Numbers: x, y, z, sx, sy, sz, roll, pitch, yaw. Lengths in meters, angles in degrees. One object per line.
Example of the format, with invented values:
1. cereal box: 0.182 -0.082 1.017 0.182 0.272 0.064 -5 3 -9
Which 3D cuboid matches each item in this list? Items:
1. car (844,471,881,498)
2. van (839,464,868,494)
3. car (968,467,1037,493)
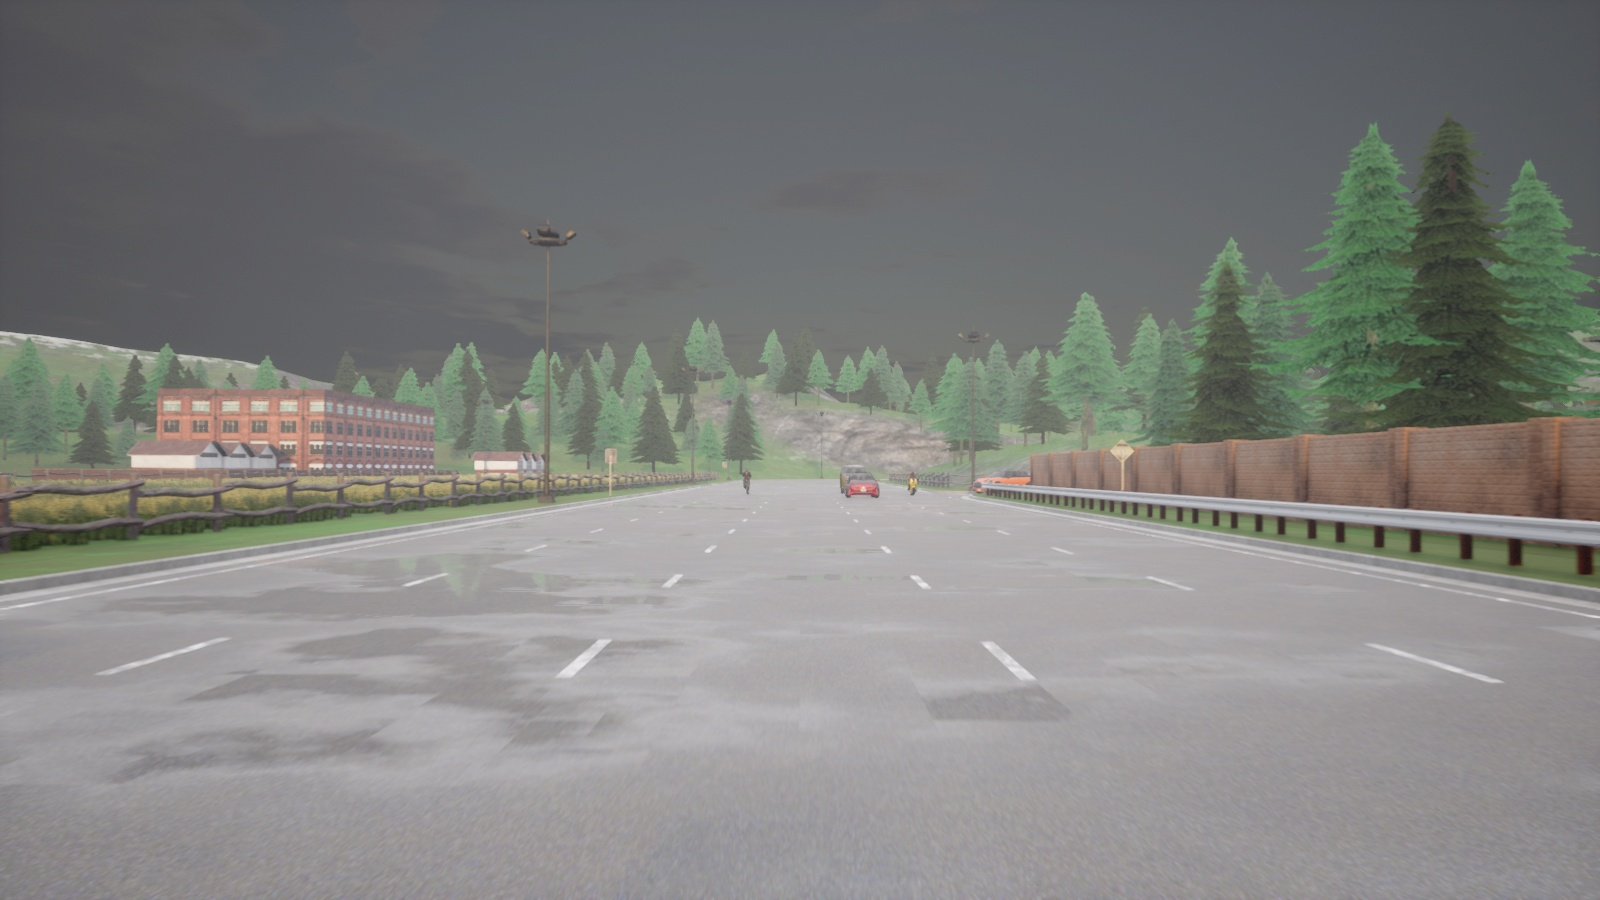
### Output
1. car: 3.647 1.990 74.051 2.007 1.525 4.514 0 -1 0
2. van: 3.691 2.014 87.011 1.775 1.987 4.442 0 -1 0
3. car: 14.169 2.089 87.764 4.553 1.767 2.097 0 -1 -33
